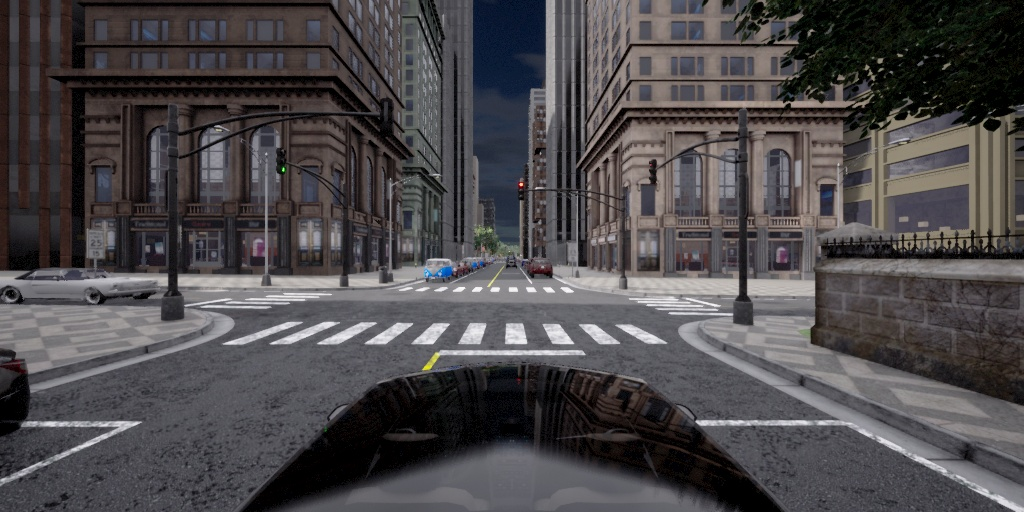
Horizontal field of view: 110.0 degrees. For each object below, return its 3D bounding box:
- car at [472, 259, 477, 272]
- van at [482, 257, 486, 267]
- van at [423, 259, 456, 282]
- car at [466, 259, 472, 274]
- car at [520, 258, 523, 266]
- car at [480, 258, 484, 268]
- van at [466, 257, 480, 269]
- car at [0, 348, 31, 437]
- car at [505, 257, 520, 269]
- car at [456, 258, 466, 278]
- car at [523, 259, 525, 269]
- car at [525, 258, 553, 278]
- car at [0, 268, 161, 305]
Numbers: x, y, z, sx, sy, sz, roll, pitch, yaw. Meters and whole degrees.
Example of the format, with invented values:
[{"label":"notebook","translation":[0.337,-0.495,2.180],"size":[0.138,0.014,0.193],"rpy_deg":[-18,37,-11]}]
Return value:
[{"label":"car","translation":[-5.849,1.351,44.806],"size":[1.948,1.339,4.313],"rpy_deg":[0,0,0]},{"label":"van","translation":[-5.881,1.151,61.130],"size":[1.690,1.789,3.998],"rpy_deg":[0,0,0]},{"label":"van","translation":[-5.816,1.105,28.484],"size":[1.690,1.789,3.998],"rpy_deg":[0,0,0]},{"label":"car","translation":[-5.838,1.322,39.365],"size":[1.888,1.381,4.507],"rpy_deg":[0,0,0]},{"label":"car","translation":[2.655,1.352,55.713],"size":[2.007,1.370,4.403],"rpy_deg":[0,0,0]},{"label":"car","translation":[-5.870,1.347,55.689],"size":[1.888,1.381,4.507],"rpy_deg":[0,0,0]},{"label":"van","translation":[-5.860,1.134,50.248],"size":[1.690,1.789,3.998],"rpy_deg":[0,0,0]},{"label":"car","translation":[-5.763,1.316,1.827],"size":[1.948,1.339,4.313],"rpy_deg":[0,0,0]},{"label":"car","translation":[-0.063,1.312,59.140],"size":[1.837,1.490,4.892],"rpy_deg":[0,0,1]},{"label":"car","translation":[-5.827,1.210,33.924],"size":[1.967,1.591,4.097],"rpy_deg":[0,0,0]},{"label":"car","translation":[2.688,1.092,39.391],"size":[2.192,1.841,5.009],"rpy_deg":[0,0,0]},{"label":"car","translation":[2.698,1.085,33.950],"size":[2.192,1.841,5.009],"rpy_deg":[0,0,0]},{"label":"car","translation":[-16.565,1.120,13.728],"size":[4.718,1.301,1.895],"rpy_deg":[1,0,0]}]
